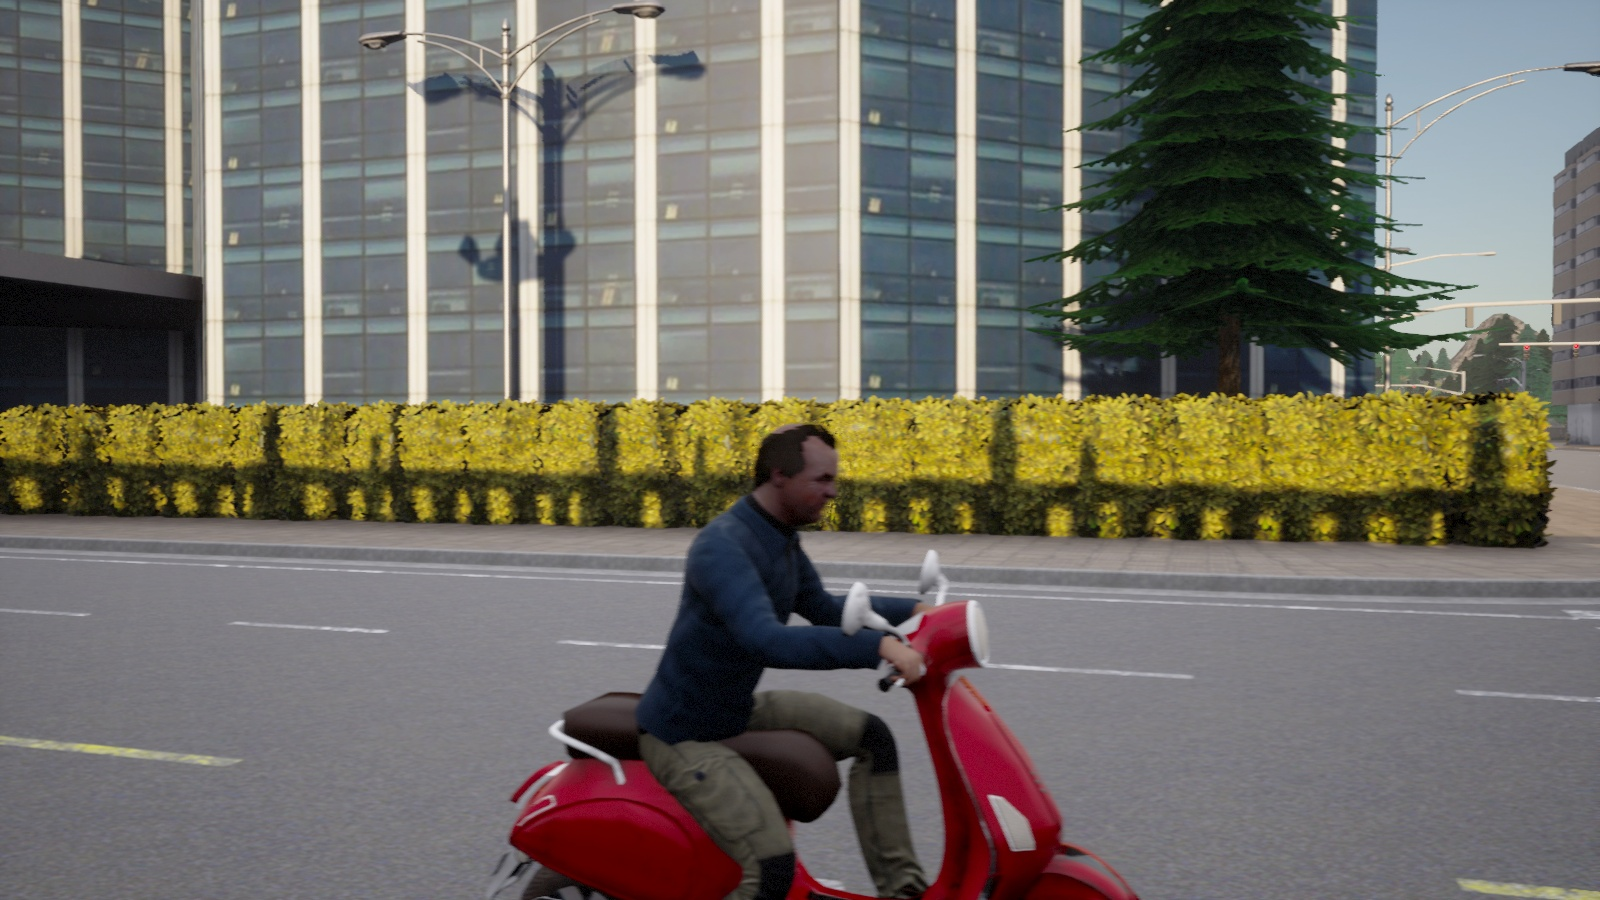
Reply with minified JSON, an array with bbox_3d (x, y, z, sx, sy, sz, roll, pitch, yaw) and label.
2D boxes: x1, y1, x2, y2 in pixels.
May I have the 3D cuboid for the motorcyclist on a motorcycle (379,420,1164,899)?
[{"bbox_3d":[-0.036,0.725,3.217,1.817,1.590,0.866,1,1,18],"label":"motorcyclist on a motorcycle"}]
